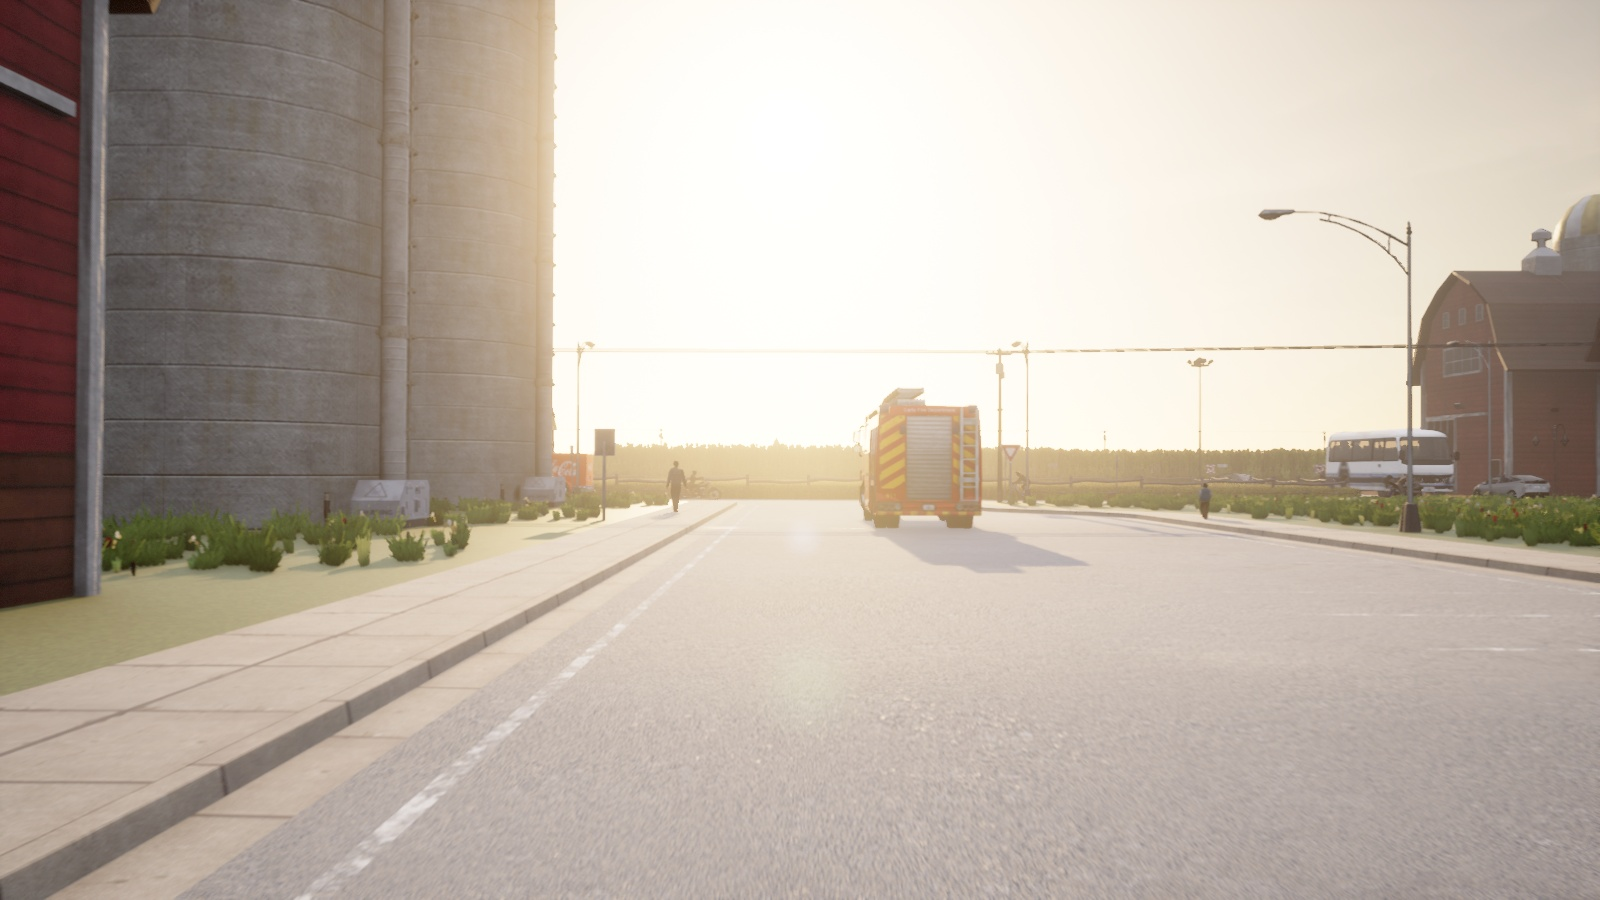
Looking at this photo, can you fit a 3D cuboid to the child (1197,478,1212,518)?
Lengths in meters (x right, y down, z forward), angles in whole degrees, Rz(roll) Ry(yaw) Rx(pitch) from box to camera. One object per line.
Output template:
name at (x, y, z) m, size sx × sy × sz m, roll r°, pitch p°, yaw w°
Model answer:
child at (12.206, 1.435, 37.882) m, size 0.343 × 1.192 × 0.448 m, roll 0°, pitch -1°, yaw 9°

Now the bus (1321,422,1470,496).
bus at (36.252, 0.584, 77.116) m, size 3.944 × 4.253 × 10.273 m, roll 0°, pitch -1°, yaw -2°

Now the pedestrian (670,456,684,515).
pedestrian at (-4.148, 1.195, 42.340) m, size 0.423 × 1.949 × 0.788 m, roll 0°, pitch -1°, yaw -11°

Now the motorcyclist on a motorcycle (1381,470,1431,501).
motorcyclist on a motorcycle at (30.686, 1.780, 63.563) m, size 2.191 × 1.530 × 0.866 m, roll 0°, pitch -1°, yaw -13°

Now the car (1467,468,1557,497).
car at (38.065, 1.727, 67.271) m, size 2.007 × 1.525 × 4.514 m, roll 0°, pitch -1°, yaw -4°

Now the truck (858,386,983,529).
truck at (3.406, 0.268, 37.736) m, size 2.891 × 3.827 × 8.468 m, roll 0°, pitch -1°, yaw 0°

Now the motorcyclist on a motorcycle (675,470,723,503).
motorcyclist on a motorcycle at (-5.070, 1.845, 63.330) m, size 2.350 × 1.649 × 0.766 m, roll 0°, pitch -1°, yaw 1°

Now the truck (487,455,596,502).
truck at (-13.723, 1.504, 66.950) m, size 5.204 × 2.467 × 2.627 m, roll 0°, pitch -1°, yaw 1°
